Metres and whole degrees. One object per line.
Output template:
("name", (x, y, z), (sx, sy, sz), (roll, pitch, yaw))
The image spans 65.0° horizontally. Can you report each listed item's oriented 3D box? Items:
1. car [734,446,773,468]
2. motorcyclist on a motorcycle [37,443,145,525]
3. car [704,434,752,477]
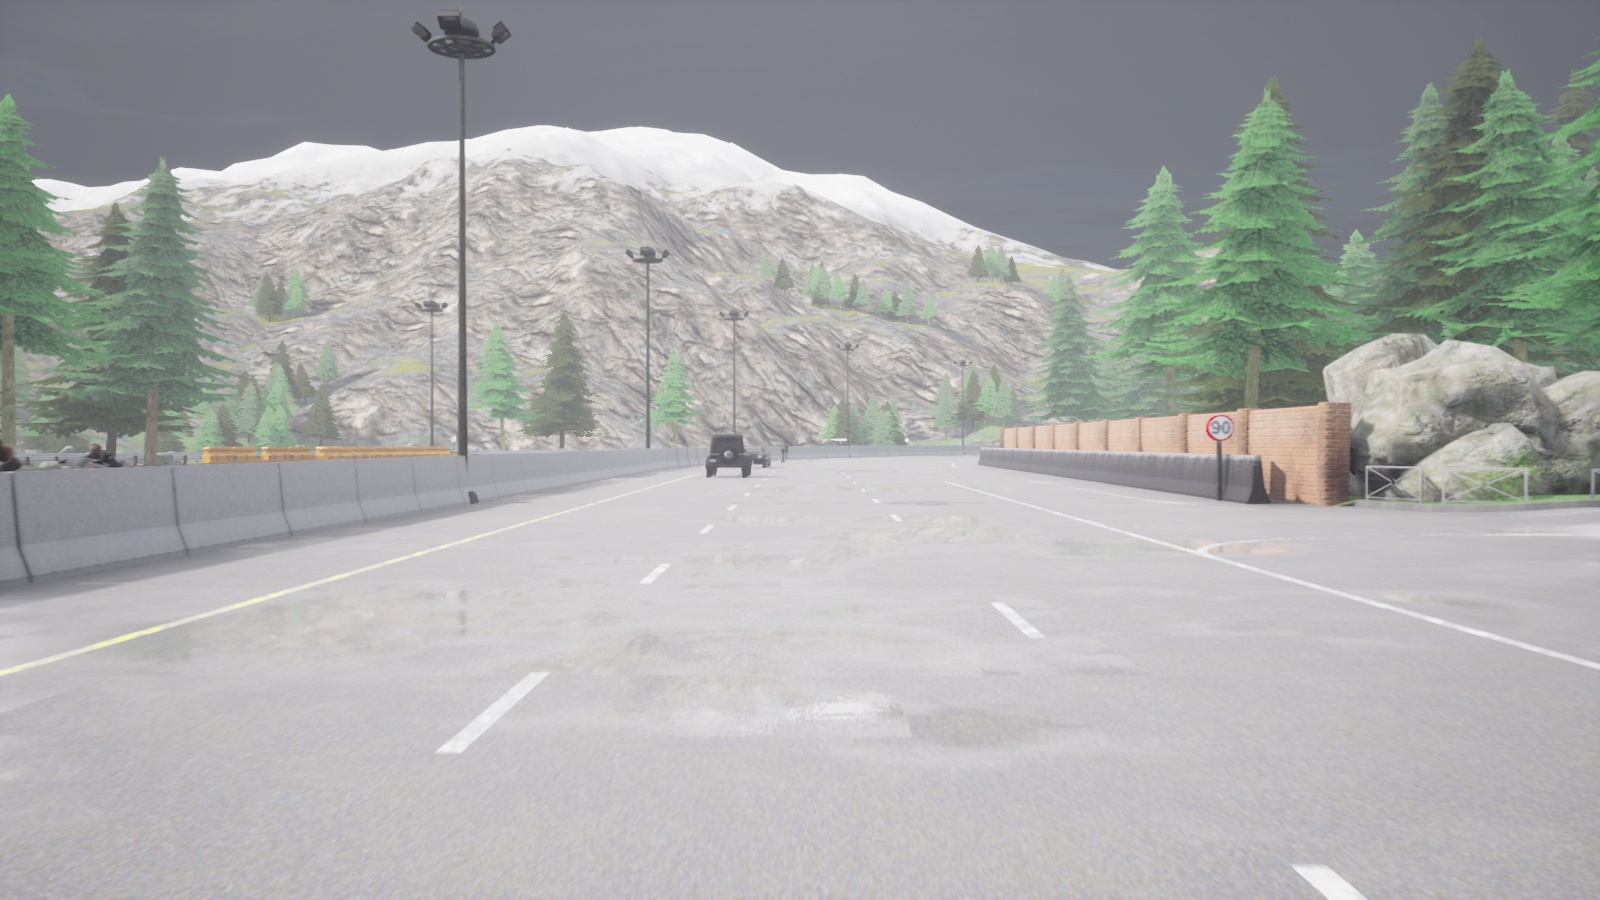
("car", (-2.797, 0.415, 76.298), (1.895, 1.301, 4.718), (0, 0, 3))
("motorcyclist on a motorcycle", (-13.845, 0.632, 24.611), (0.866, 1.530, 2.191), (0, 0, 0))
("car", (-3.165, 0.225, 56.145), (1.905, 1.878, 3.866), (0, 1, 0))
